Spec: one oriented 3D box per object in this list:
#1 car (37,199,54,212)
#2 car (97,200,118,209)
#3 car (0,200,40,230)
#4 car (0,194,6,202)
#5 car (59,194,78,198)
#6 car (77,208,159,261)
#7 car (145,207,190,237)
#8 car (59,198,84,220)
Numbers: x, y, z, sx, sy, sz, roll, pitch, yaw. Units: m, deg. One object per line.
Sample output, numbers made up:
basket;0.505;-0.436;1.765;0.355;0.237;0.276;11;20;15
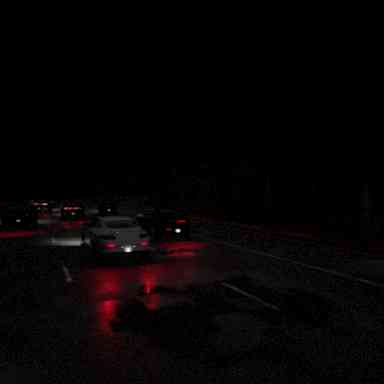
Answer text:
car;-17.205;1.539;38.455;2.128;1.511;4.902;0;0;-15
car;-8.927;1.582;35.042;2.128;1.511;4.902;0;0;-19
car;-11.098;1.502;21.586;1.882;1.535;5.008;1;0;-24
car;-30.343;1.524;50.949;2.128;1.511;4.902;0;0;-6
car;-26.910;1.221;72.512;2.150;2.045;5.566;0;0;6
car;-2.983;1.568;12.513;1.812;1.442;4.674;1;0;-25
car;-1.706;1.584;18.013;1.837;1.490;4.892;1;0;-25
car;-10.513;1.551;29.163;2.128;1.511;4.902;0;0;-22
